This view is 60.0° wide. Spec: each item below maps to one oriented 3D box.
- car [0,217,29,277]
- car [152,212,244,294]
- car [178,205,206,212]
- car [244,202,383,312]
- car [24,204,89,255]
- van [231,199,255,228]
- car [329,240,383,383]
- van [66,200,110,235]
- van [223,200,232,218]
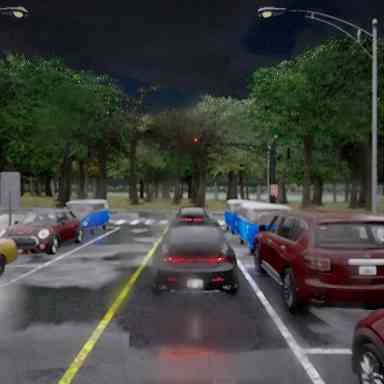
[{"bbox_3d":[-5.773,1.522,7.420,1.752,1.417,4.829,0,0,0],"label":"car"},{"bbox_3d":[0.065,1.501,8.770,1.837,1.490,4.892,0,0,0],"label":"car"},{"bbox_3d":[-0.013,1.497,18.174,1.837,1.490,4.892,0,0,-1],"label":"car"},{"bbox_3d":[2.752,1.312,7.601,2.192,1.841,5.009,0,0,0],"label":"car"},{"bbox_3d":[-5.781,1.434,13.027,1.967,1.590,4.097,0,0,0],"label":"car"},{"bbox_3d":[2.744,1.336,13.039,1.690,1.788,3.998,0,0,0],"label":"van"},{"bbox_3d":[2.760,1.439,2.164,1.967,1.590,4.097,0,0,0],"label":"car"},{"bbox_3d":[-5.789,1.333,18.465,1.690,1.788,3.998,0,0,0],"label":"van"},{"bbox_3d":[2.737,1.334,18.476,1.690,1.788,3.998,0,0,0],"label":"van"}]
